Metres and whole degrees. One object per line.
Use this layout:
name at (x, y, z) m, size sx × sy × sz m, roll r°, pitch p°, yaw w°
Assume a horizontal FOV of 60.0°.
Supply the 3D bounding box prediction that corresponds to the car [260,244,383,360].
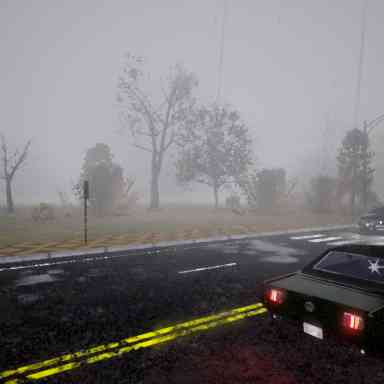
car at (3.480, 1.600, 5.790) m, size 4.718 × 1.301 × 1.895 m, roll 0°, pitch 0°, yaw -35°

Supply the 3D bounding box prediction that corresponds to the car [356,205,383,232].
car at (11.380, 1.498, 18.967) m, size 4.892 × 1.490 × 1.837 m, roll 0°, pitch 0°, yaw -32°
